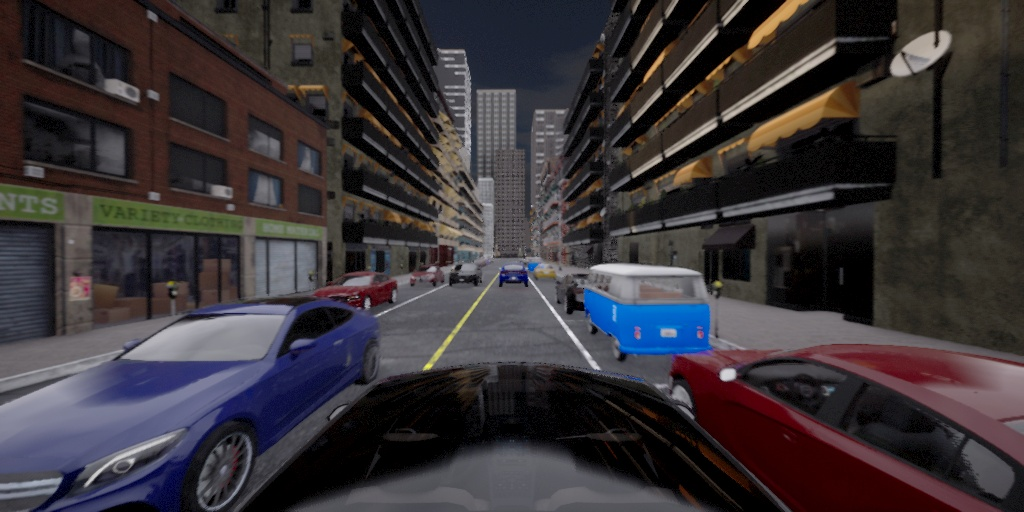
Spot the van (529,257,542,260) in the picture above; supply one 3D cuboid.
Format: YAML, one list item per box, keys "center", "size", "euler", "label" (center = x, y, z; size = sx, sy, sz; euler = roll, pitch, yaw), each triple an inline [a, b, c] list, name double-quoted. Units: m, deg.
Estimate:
- center: [2.694, 1.052, 41.133]
  size: [1.690, 1.789, 3.998]
  euler: [0, 0, 0]
  label: "van"

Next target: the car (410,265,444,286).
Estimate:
- center: [-5.689, 1.308, 24.577]
  size: [1.802, 1.307, 4.207]
  euler: [0, 0, 0]
  label: "car"

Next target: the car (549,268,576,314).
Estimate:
- center: [2.691, 1.303, 13.516]
  size: [1.948, 1.339, 4.313]
  euler: [0, 0, 0]
  label: "car"

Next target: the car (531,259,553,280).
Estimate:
- center: [2.693, 1.246, 30.256]
  size: [1.751, 1.417, 4.829]
  euler: [0, 0, 0]
  label: "car"

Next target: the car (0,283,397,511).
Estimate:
- center: [-3.092, 1.273, 4.325]
  size: [1.812, 1.442, 4.674]
  euler: [0, 0, 0]
  label: "car"

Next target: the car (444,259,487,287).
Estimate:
- center: [-3.066, 1.203, 24.503]
  size: [1.882, 1.535, 5.008]
  euler: [0, 0, 0]
  label: "car"

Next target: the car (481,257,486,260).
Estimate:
- center: [-5.684, 1.266, 57.717]
  size: [1.948, 1.339, 4.313]
  euler: [0, 0, 0]
  label: "car"

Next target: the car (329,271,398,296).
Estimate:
- center: [-5.691, 1.282, 13.530]
  size: [1.888, 1.381, 4.507]
  euler: [0, 0, 0]
  label: "car"

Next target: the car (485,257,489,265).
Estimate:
- center: [-5.683, 1.241, 63.241]
  size: [1.888, 1.381, 4.507]
  euler: [0, 0, 0]
  label: "car"

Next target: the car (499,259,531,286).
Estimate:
- center: [0.103, 1.203, 24.693]
  size: [1.882, 1.535, 5.008]
  euler: [0, 0, 0]
  label: "car"

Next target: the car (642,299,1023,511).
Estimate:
- center: [2.689, 1.294, 2.469]
  size: [1.888, 1.381, 4.507]
  euler: [0, 0, 0]
  label: "car"

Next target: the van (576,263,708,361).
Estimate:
- center: [2.690, 1.084, 7.992]
  size: [1.690, 1.789, 3.998]
  euler: [0, 0, 0]
  label: "van"
